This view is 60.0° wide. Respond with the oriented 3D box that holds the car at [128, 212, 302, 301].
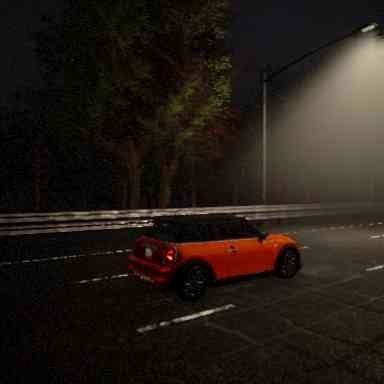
[{"bbox_3d":[0.767,1.366,8.596,4.553,1.767,2.097,0,0,-36],"label":"car"}]
